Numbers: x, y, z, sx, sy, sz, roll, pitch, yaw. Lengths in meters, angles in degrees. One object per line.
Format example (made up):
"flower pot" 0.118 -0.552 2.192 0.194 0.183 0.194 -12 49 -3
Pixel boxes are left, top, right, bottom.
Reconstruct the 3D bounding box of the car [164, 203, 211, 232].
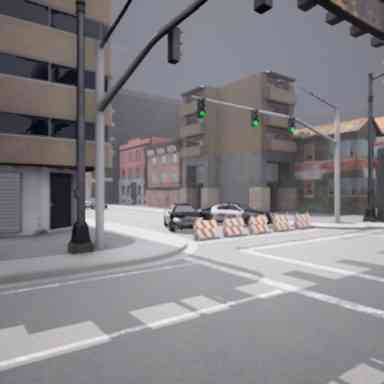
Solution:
"car" -0.564 1.449 20.187 2.038 1.542 4.974 0 0 -11

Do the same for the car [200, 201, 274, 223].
"car" 2.963 1.290 22.373 4.536 1.218 1.853 0 0 34

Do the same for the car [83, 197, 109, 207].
"car" -12.715 1.290 43.863 1.853 1.218 4.536 0 0 -36

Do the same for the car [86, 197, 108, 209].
"car" -12.685 1.448 43.821 2.038 1.542 4.974 0 0 -36

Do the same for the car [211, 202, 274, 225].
"car" 3.007 1.448 22.344 4.974 1.542 2.038 0 0 34

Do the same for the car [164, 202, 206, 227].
"car" -0.574 1.292 20.238 1.853 1.218 4.536 0 0 -11
